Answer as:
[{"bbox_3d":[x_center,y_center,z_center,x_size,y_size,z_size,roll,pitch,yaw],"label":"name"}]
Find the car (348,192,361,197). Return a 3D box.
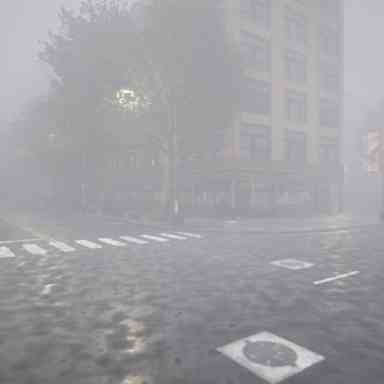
[{"bbox_3d":[39.927,1.317,84.591,2.002,1.452,4.674,0,0,-36],"label":"car"}]
